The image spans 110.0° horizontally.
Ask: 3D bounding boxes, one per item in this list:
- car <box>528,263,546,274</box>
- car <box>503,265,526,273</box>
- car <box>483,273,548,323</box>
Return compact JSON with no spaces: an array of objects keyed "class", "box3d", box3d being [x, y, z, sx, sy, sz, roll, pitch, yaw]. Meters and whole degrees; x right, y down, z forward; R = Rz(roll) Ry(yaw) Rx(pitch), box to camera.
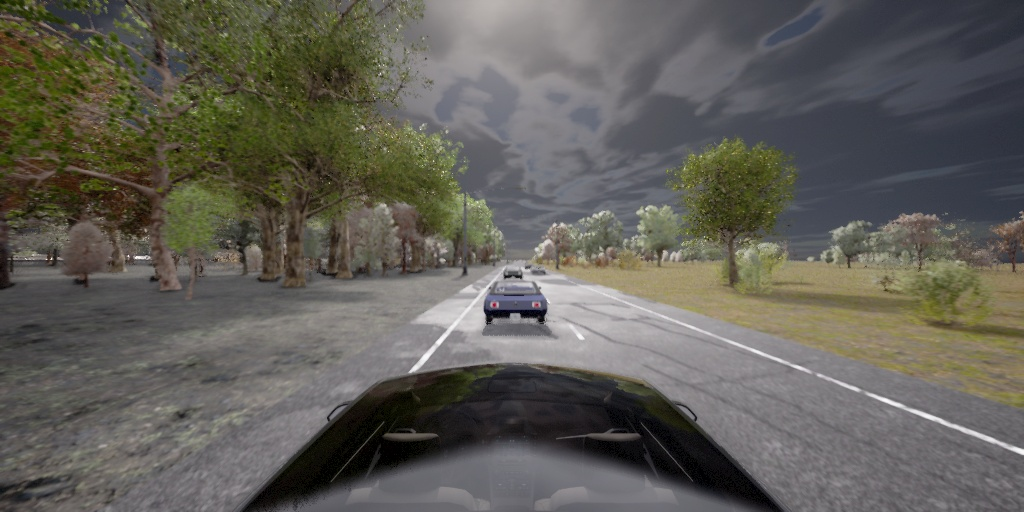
[{"class":"car","box3d":[3.612,1.835,50.621,1.895,1.301,4.718,0,-1,0]},{"class":"car","box3d":[0.107,1.683,35.283,1.895,1.301,4.718,0,-1,0]},{"class":"car","box3d":[0.103,1.457,12.538,1.895,1.301,4.718,0,-1,0]}]
